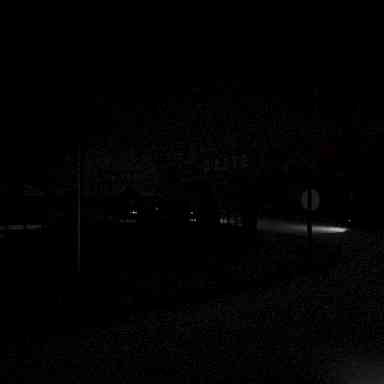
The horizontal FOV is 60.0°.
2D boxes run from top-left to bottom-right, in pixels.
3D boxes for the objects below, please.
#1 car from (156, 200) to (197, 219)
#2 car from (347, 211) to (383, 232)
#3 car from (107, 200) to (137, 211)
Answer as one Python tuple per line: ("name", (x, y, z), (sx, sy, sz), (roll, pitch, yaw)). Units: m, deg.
("car", (-1.427, 1.501, 29.629), (1.837, 1.490, 4.892), (0, 0, -35))
("car", (11.576, 1.543, 18.316), (5.357, 1.411, 2.033), (0, 0, 32))
("car", (-8.381, 1.544, 39.404), (2.033, 1.411, 5.357), (0, 0, -35))
